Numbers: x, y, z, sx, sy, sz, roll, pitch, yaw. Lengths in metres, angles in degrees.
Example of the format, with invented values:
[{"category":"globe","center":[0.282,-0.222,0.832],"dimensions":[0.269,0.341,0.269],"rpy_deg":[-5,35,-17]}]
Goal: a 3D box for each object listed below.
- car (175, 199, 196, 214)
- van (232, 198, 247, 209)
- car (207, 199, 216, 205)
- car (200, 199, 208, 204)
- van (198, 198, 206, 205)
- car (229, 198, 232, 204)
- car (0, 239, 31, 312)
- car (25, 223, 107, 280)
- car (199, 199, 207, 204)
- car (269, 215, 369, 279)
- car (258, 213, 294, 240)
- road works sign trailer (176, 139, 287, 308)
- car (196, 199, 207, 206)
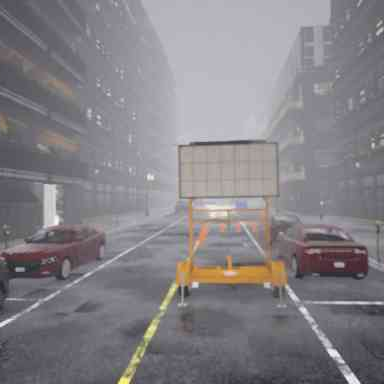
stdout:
[{"category":"car","center":[-1.092,1.898,44.624],"dimensions":[2.192,1.841,5.009],"rpy_deg":[0,-1,5]},{"category":"van","center":[7.272,1.831,49.588],"dimensions":[1.690,1.788,3.998],"rpy_deg":[0,-1,5]},{"category":"car","center":[4.800,2.497,81.069],"dimensions":[1.994,1.385,4.181],"rpy_deg":[-1,-1,5]},{"category":"car","center":[3.540,2.703,95.446],"dimensions":[1.947,1.339,4.313],"rpy_deg":[0,-1,5]},{"category":"van","center":[2.510,2.355,84.154],"dimensions":[1.690,1.788,3.998],"rpy_deg":[0,-1,5]},{"category":"car","center":[10.358,2.174,83.471],"dimensions":[2.192,1.841,5.009],"rpy_deg":[0,-1,5]},{"category":"car","center":[-4.691,1.719,5.091],"dimensions":[1.947,1.339,4.313],"rpy_deg":[0,-1,5]},{"category":"car","center":[-4.177,1.759,10.738],"dimensions":[1.887,1.381,4.507],"rpy_deg":[0,-1,5]},{"category":"car","center":[3.025,2.626,89.798],"dimensions":[2.008,1.369,4.403],"rpy_deg":[0,-1,5]},{"category":"car","center":[3.672,1.605,10.055],"dimensions":[1.887,1.381,4.507],"rpy_deg":[0,-1,5]},{"category":"car","center":[4.187,1.672,15.702],"dimensions":[2.008,1.369,4.403],"rpy_deg":[0,-1,5]},{"category":"road works sign trailer","center":[0.898,0.552,8.157],"dimensions":[2.380,3.560,2.880],"rpy_deg":[-1,-1,5]},{"category":"car","center":[1.481,2.205,72.860],"dimensions":[2.192,1.841,5.009],"rpy_deg":[0,-1,5]}]
